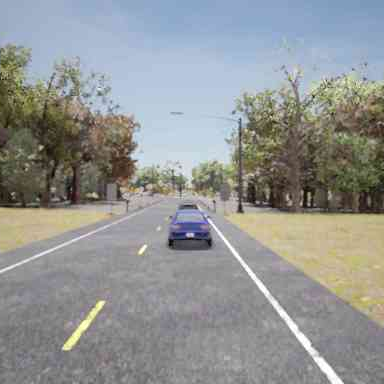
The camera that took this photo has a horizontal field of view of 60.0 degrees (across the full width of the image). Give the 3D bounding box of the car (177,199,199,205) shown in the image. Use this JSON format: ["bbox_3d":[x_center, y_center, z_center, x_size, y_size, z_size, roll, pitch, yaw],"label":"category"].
[{"bbox_3d":[-0.363,1.508,32.804,1.837,1.490,4.892,0,0,-1],"label":"car"}]

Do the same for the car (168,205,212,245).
[{"bbox_3d":[-0.103,1.527,15.393,1.812,1.442,4.674,0,0,-1],"label":"car"}]
